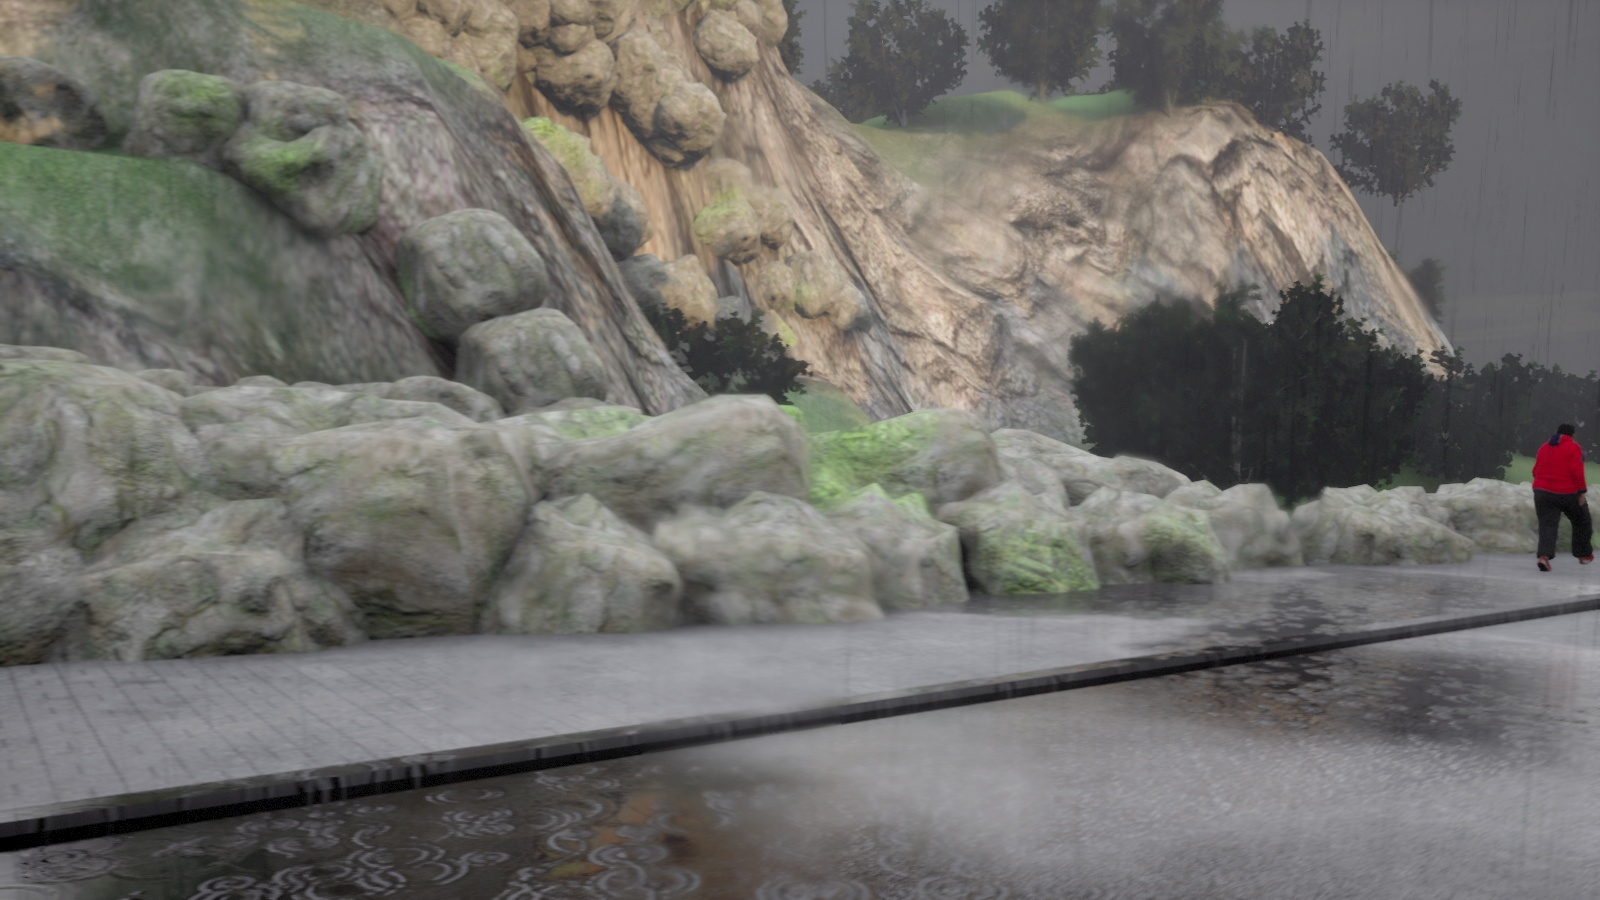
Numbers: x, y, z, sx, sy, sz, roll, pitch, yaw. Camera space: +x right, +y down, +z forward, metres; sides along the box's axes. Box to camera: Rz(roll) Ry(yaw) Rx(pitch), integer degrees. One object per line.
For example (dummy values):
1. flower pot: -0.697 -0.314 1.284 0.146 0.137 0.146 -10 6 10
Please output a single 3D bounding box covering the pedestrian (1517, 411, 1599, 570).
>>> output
1. pedestrian: 9.177 0.472 15.076 0.899 1.844 0.634 0 0 -32
